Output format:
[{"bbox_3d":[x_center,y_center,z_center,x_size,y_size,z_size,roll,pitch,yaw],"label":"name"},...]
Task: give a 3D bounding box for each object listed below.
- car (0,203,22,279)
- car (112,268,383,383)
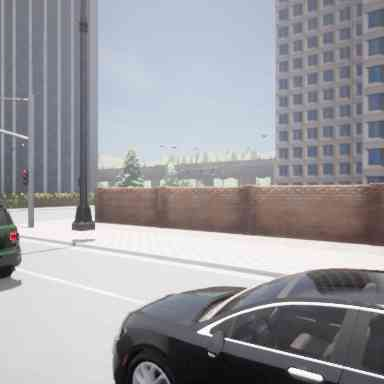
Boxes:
[{"bbox_3d":[-6.735,1.221,8.778,5.566,2.045,2.150,0,0,35],"label":"car"},{"bbox_3d":[1.343,1.505,3.035,4.892,1.490,1.837,0,0,36],"label":"car"}]
